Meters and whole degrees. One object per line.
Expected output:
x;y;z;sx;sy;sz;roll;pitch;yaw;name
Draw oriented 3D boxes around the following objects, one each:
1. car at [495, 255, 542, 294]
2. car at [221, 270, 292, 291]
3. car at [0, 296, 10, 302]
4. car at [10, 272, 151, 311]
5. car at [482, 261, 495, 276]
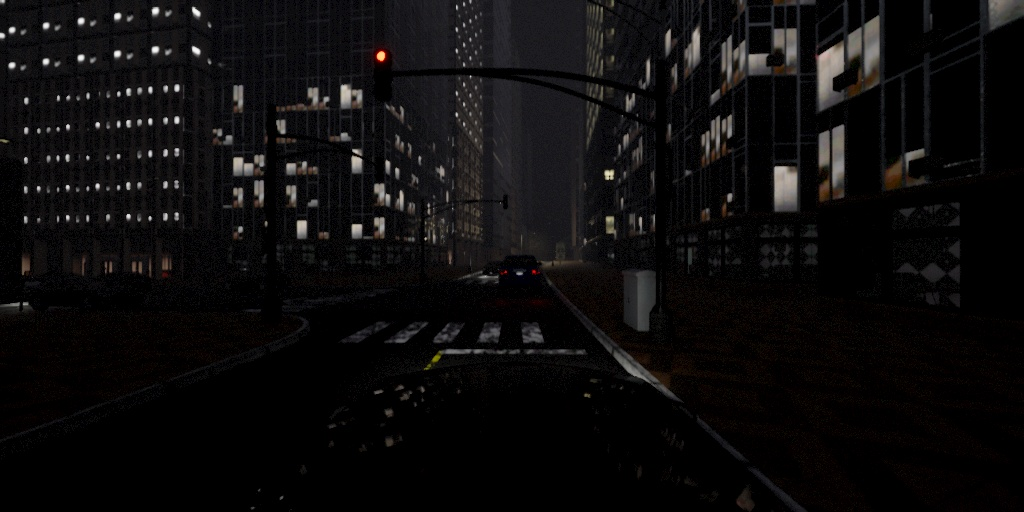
0.498;0.935;20.417;2.150;2.045;5.566;0;1;2;car
-16.819;1.563;23.606;4.403;1.370;2.007;0;0;9;car
-26.896;1.682;19.343;4.674;1.442;1.812;-1;0;9;car
-18.129;1.538;15.329;4.403;1.370;2.007;0;0;9;car
-1.797;1.205;36.400;2.033;1.411;5.357;0;0;4;car
